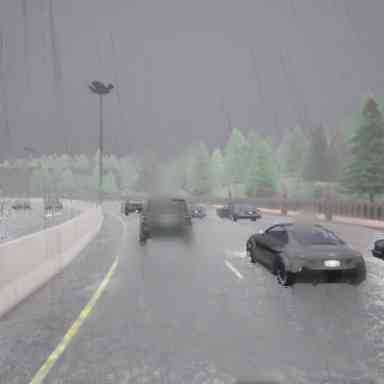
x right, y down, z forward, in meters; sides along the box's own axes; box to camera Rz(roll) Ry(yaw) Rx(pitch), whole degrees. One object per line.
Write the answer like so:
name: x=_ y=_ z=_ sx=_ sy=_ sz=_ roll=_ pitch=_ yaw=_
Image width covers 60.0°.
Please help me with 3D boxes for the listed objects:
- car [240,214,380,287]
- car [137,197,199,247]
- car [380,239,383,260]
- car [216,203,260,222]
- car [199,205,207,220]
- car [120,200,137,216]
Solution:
car: x=2.921 y=1.553 z=9.368 sx=1.994 sy=1.385 sz=4.181 roll=0 pitch=0 yaw=-5
car: x=-1.333 y=1.224 z=15.304 sx=2.150 sy=2.045 sz=5.566 roll=0 pitch=0 yaw=-9
car: x=6.623 y=1.524 z=7.805 sx=2.033 sy=1.411 sz=5.357 roll=0 pitch=0 yaw=-5
car: x=3.555 y=1.531 z=26.135 sx=2.033 sy=1.411 sz=5.357 roll=0 pitch=0 yaw=-14
car: x=-0.364 y=1.545 z=27.292 sx=2.033 sy=1.411 sz=5.357 roll=0 pitch=0 yaw=-16
car: x=-5.941 y=1.520 z=33.153 sx=1.837 sy=1.490 sz=4.892 roll=0 pitch=0 yaw=-19
